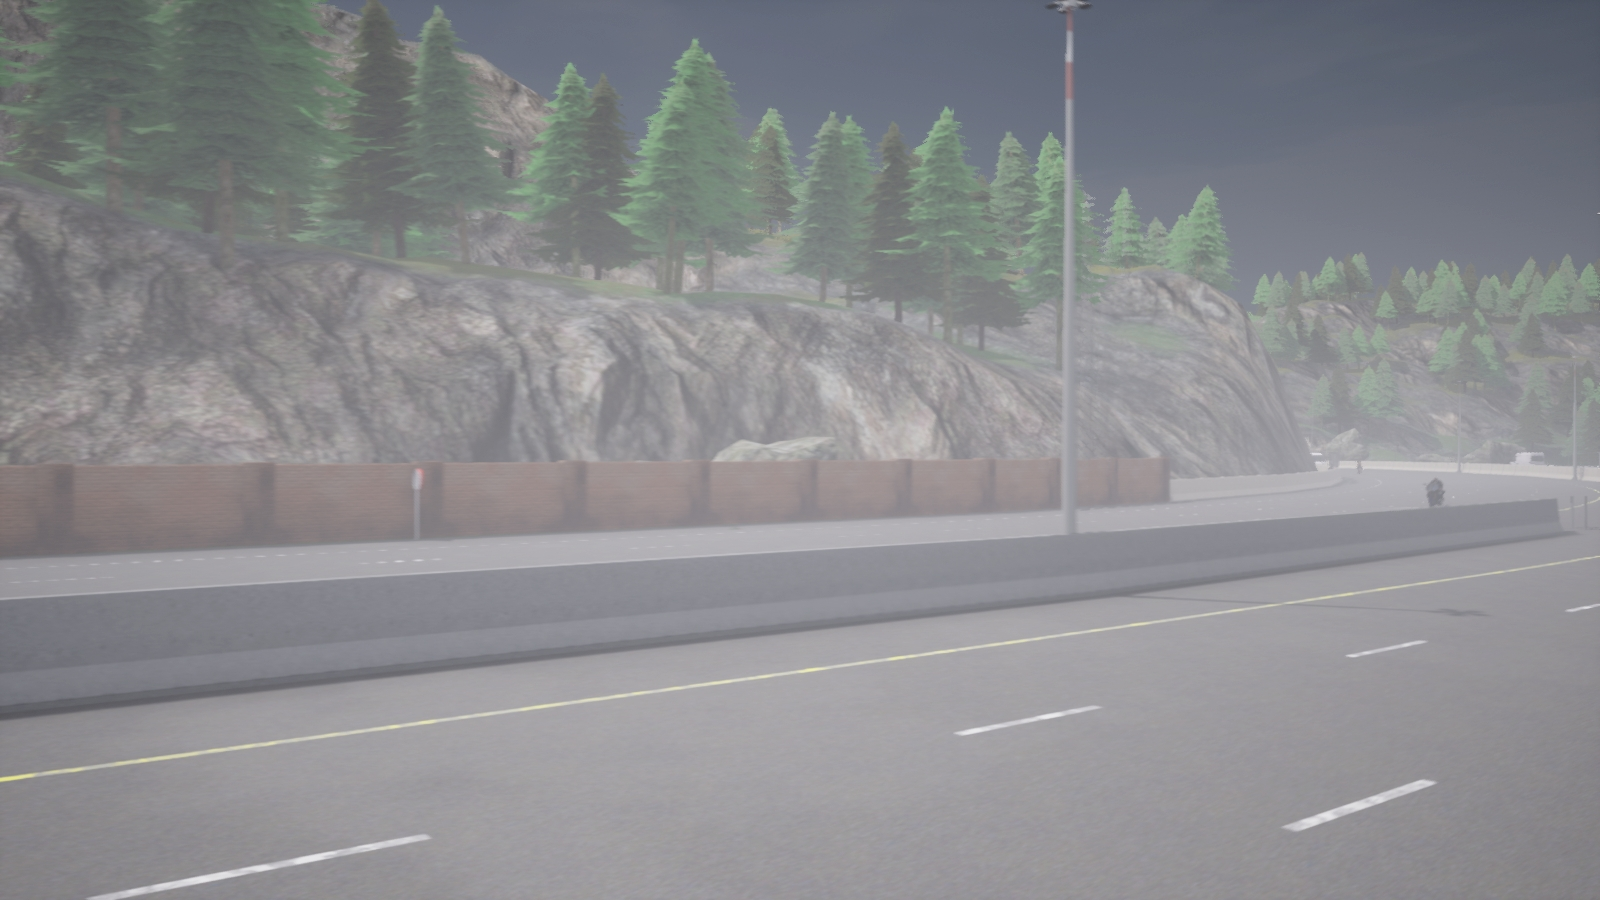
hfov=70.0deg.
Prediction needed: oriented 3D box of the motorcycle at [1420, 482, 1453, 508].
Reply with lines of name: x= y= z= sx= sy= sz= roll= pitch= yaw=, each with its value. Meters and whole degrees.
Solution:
motorcycle: x=31.582 y=2.226 z=56.675 sx=0.867 sy=1.251 sz=2.209 roll=-2 pitch=-1 yaw=43
